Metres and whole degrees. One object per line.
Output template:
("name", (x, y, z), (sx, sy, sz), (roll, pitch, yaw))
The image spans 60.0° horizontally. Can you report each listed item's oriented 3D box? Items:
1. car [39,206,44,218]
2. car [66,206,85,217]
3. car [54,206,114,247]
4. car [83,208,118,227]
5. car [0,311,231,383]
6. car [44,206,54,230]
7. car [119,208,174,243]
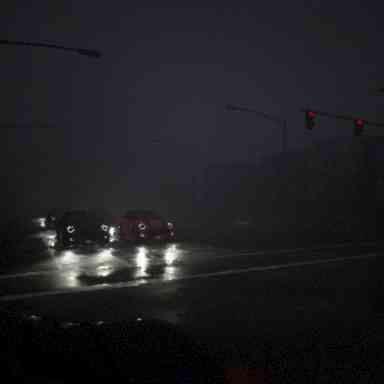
("car", (-19.443, 2.598, 44.661), (2.128, 1.511, 4.902), (1, -2, -27))
("car", (-16.144, 2.656, 45.885), (1.812, 1.442, 4.674), (1, -2, -27))
("car", (-5.806, 1.787, 17.552), (2.097, 1.767, 4.553), (1, -2, -27))
("car", (-8.499, 2.246, 30.612), (2.128, 1.511, 4.902), (1, -2, -27))
("car", (-2.239, 1.601, 1.909), (5.357, 1.411, 2.033), (1, -2, -27))
("car", (-10.509, 2.018, 26.834), (2.097, 1.767, 4.553), (1, -2, -26))
("car", (-2.719, 1.825, 19.203), (2.097, 1.767, 4.553), (1, -2, -27))
